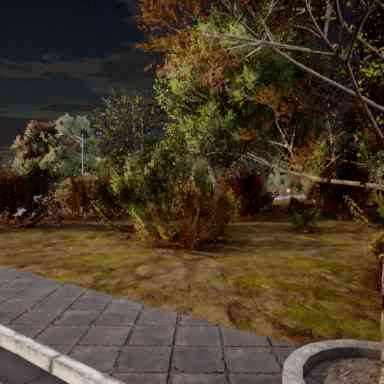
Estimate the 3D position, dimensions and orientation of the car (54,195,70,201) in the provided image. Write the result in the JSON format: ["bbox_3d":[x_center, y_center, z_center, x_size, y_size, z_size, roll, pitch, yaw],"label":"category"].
[{"bbox_3d":[-14.681,1.149,38.799,2.097,1.767,4.553,0,0,32],"label":"car"}]

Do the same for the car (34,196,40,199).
[{"bbox_3d":[-17.559,1.249,41.178,1.882,1.535,5.008,0,0,32],"label":"car"}]

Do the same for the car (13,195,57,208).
[{"bbox_3d":[-20.347,1.224,43.318,1.882,1.535,5.008,0,0,32],"label":"car"}]
